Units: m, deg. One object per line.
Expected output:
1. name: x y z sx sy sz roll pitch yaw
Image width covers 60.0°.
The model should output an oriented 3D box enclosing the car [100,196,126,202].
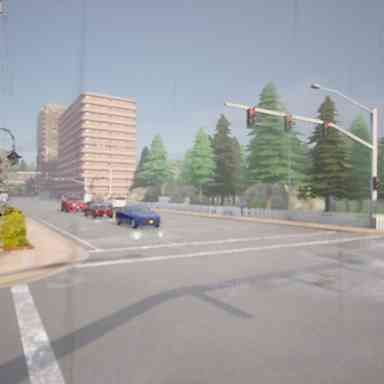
1. car: -11.568 1.633 50.095 2.150 2.045 5.566 1 -1 -31

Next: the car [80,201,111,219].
1. car: -9.065 1.855 32.203 1.895 1.301 4.718 1 -1 -31

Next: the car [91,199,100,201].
1. car: -17.140 2.011 59.180 2.033 1.411 5.357 1 -1 -31

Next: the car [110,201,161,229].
1. car: -3.924 1.683 23.733 1.882 1.535 5.008 1 -1 -31

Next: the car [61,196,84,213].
1. car: -15.072 1.534 42.137 2.150 2.045 5.566 1 -1 -31
